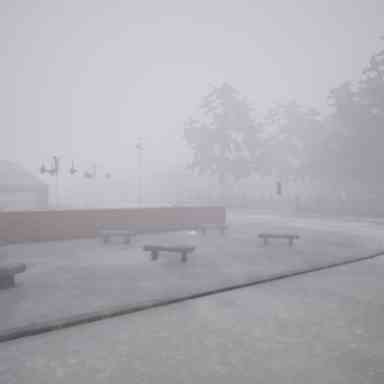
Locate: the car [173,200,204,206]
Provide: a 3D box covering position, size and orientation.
[{"bbox_3d":[-0.069,1.546,33.573,1.837,1.490,4.892,0,0,-35],"label":"car"}]
